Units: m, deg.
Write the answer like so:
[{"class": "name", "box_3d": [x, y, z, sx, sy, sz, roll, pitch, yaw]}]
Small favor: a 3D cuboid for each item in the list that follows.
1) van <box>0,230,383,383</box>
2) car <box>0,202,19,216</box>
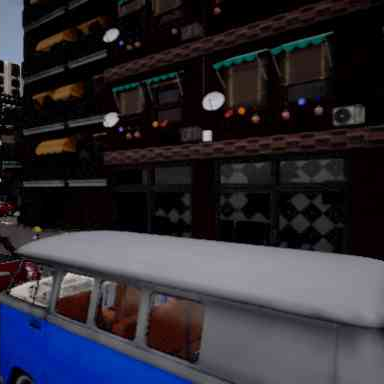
[{"class": "van", "box_3d": [-0.190, 1.340, 3.006, 3.998, 1.788, 1.690, 0, 0, 36]}, {"class": "car", "box_3d": [-20.323, 1.728, 33.757, 1.967, 1.590, 4.097, -1, -2, 35]}]
